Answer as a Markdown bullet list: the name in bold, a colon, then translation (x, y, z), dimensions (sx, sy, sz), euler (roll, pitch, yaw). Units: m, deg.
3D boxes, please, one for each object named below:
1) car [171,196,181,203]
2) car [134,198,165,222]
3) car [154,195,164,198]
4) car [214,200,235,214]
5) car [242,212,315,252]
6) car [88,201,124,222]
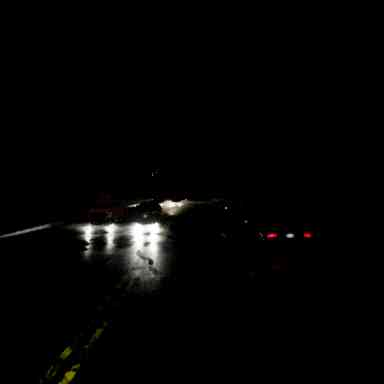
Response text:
- **car**: translation (-3.247, 1.530, 68.330), dimensions (1.895, 1.301, 4.718), euler (0, 0, 0)
- **car**: translation (-3.347, 1.468, 26.276), dimensions (2.128, 1.511, 4.902), euler (0, 0, 0)
- **car**: translation (-6.511, 1.447, 66.174), dimensions (2.128, 1.511, 4.902), euler (0, 0, 1)
- **car**: translation (3.352, 1.534, 34.759), dimensions (1.994, 1.385, 4.181), euler (0, 0, 0)
- **car**: translation (3.350, 1.536, 13.842), dimensions (2.033, 1.411, 5.357), euler (0, 0, 0)
- **car**: translation (-6.598, 1.455, 25.902), dimensions (1.882, 1.535, 5.008), euler (0, 0, 0)
